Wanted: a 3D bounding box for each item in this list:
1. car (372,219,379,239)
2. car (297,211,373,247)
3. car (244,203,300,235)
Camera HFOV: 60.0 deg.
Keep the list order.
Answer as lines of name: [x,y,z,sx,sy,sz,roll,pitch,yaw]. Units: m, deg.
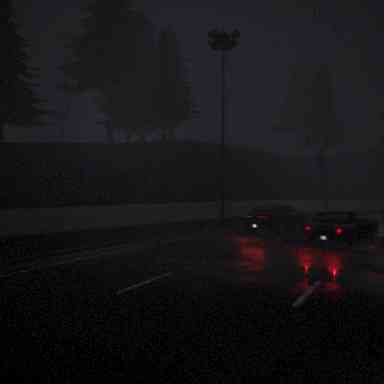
car: [7.655,1.499,10.715,2.033,1.411,5.357,1,1,41]
car: [6.779,1.519,14.883,1.895,1.301,4.718,1,1,43]
car: [4.779,1.391,18.074,1.837,1.490,4.892,0,0,44]
